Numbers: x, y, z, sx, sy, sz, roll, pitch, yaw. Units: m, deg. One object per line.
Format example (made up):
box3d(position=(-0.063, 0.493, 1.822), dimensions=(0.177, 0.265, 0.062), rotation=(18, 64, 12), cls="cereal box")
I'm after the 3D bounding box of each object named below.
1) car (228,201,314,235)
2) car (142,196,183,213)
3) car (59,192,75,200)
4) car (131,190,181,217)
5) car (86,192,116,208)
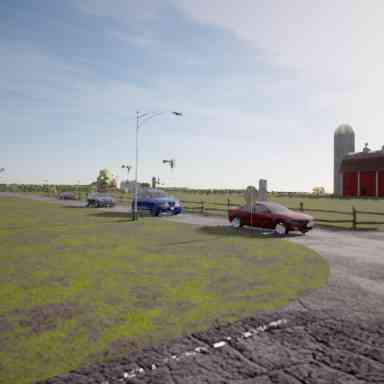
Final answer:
box3d(position=(4.077, 1.290, 17.788), dimensions=(1.882, 1.535, 5.008), rotation=(1, 0, -36), cls="car")
box3d(position=(-2.955, 1.152, 32.500), dimensions=(1.812, 1.442, 4.674), rotation=(1, 0, -36), cls="car")
box3d(position=(-22.135, 0.665, 58.906), dimensions=(2.128, 1.511, 4.902), rotation=(1, 0, -36), cls="car")
box3d(position=(-3.095, 0.857, 27.680), dimensions=(2.150, 2.045, 5.566), rotation=(1, 0, -36), cls="car")
box3d(position=(-10.281, 0.814, 37.583), dimensions=(2.097, 1.767, 4.553), rotation=(1, 0, -36), cls="car")
